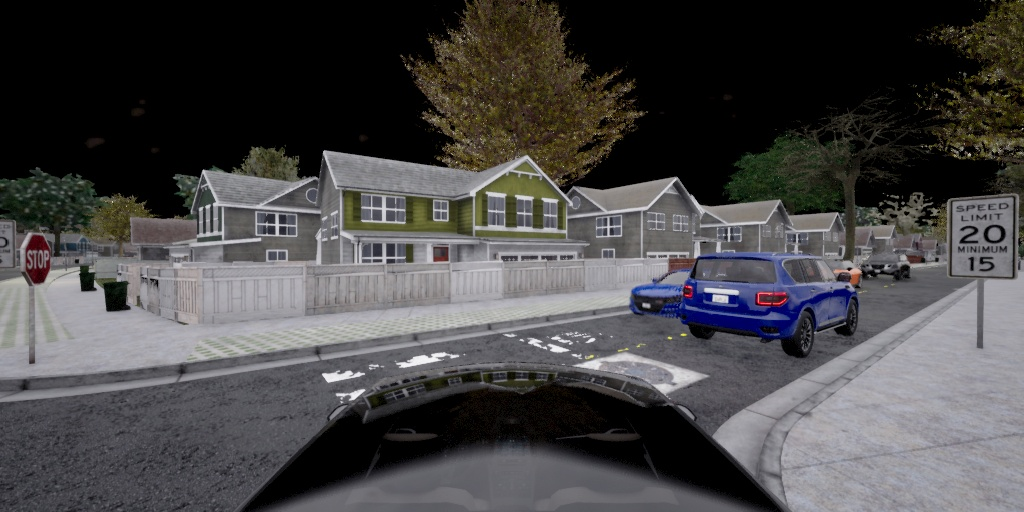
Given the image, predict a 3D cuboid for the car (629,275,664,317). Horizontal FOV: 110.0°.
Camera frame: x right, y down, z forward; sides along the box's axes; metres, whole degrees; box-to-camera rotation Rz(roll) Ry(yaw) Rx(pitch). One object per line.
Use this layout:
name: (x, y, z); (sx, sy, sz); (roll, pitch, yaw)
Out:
car: (5.965, 1.160, 11.882); (5.008, 1.535, 1.882); (0, 1, -35)

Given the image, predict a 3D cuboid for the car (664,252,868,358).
car: (6.328, 0.931, 8.651); (5.566, 2.045, 2.150); (0, 1, -35)

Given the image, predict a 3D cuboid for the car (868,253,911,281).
car: (29.654, 0.796, 28.419); (5.566, 2.045, 2.150); (0, 0, -35)
